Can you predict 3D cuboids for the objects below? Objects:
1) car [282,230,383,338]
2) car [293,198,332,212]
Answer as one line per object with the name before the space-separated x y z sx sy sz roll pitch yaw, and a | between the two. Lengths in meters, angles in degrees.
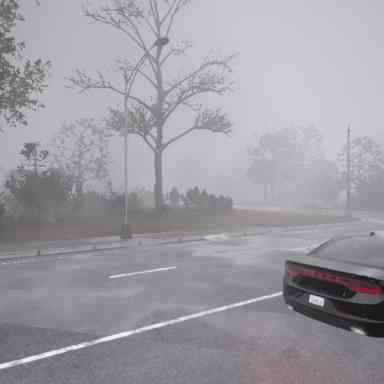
car | 3.906 1.478 6.414 5.008 1.535 1.882 0 0 -35
car | 14.037 1.497 38.931 2.128 1.511 4.902 0 0 -29
